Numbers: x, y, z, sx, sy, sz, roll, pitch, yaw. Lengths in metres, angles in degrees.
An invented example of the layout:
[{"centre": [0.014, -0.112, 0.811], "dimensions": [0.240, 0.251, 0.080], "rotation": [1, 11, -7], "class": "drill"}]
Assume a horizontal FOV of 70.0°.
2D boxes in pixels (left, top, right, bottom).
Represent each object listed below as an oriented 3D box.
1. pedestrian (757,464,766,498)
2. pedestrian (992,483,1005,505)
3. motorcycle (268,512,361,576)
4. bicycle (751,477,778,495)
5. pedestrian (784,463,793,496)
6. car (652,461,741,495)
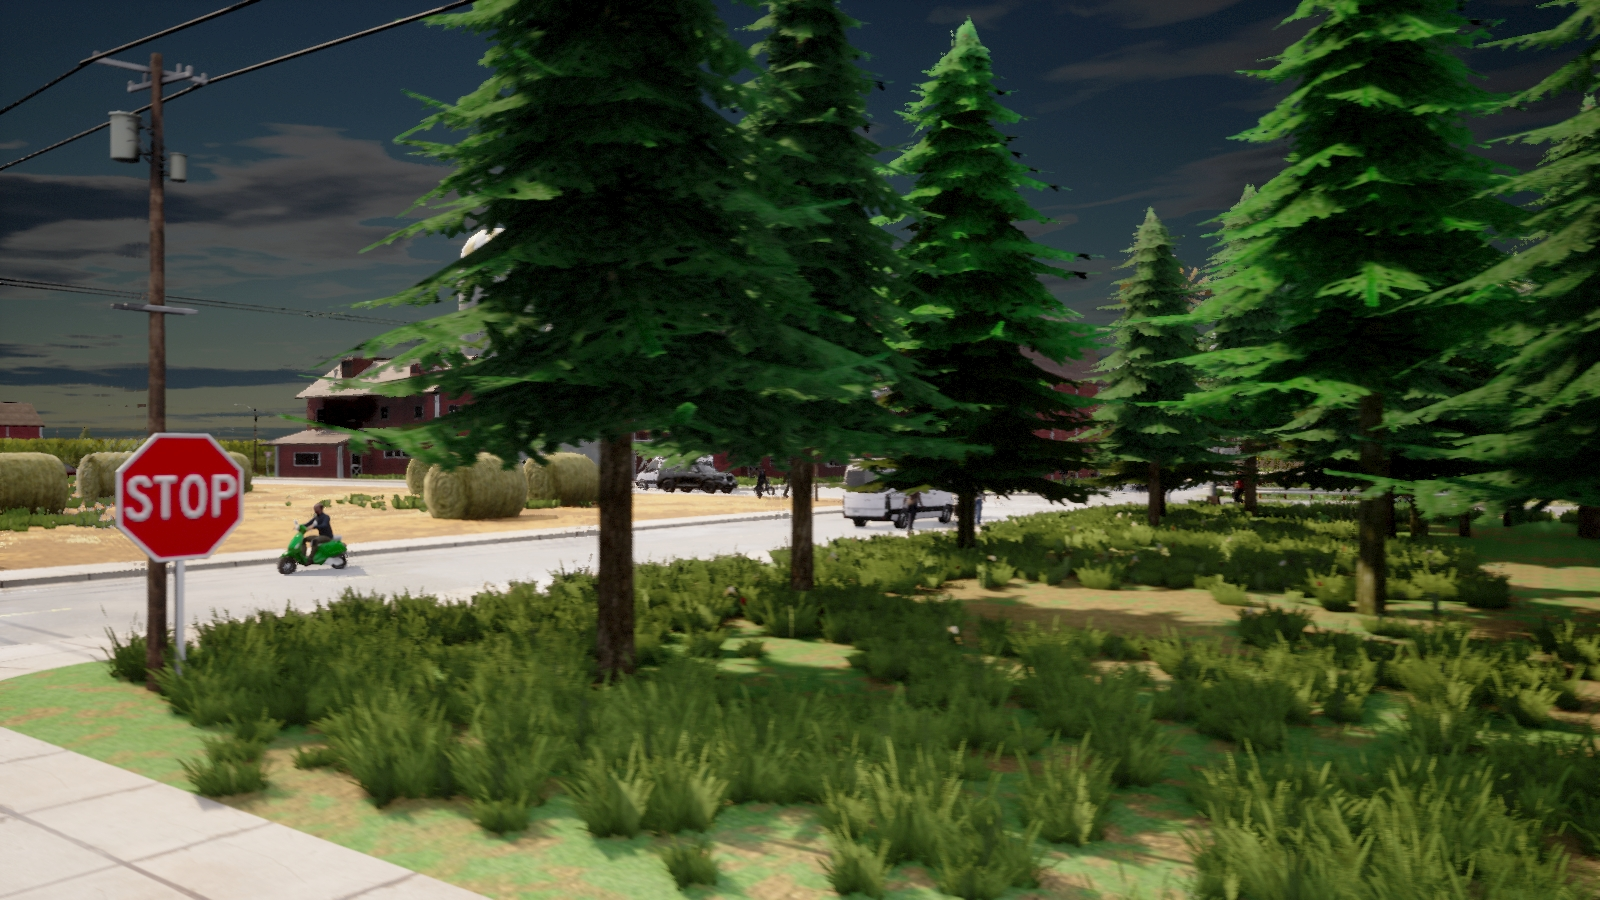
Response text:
[{"centre": [-2.126, 1.691, 62.976], "dimensions": [0.375, 1.860, 0.375], "rotation": [0, 0, -43], "class": "pedestrian"}, {"centre": [10.039, 2.238, 57.789], "dimensions": [0.500, 1.100, 0.500], "rotation": [0, 0, 33], "class": "pedestrian"}, {"centre": [-11.244, 2.152, 26.507], "dimensions": [0.856, 1.316, 1.805], "rotation": [0, 0, 33], "class": "motorcycle"}, {"centre": [-2.218, 2.239, 71.279], "dimensions": [1.487, 1.080, 0.859], "rotation": [0, 0, 32], "class": "bicycle"}, {"centre": [-0.628, 1.686, 64.588], "dimensions": [0.375, 1.860, 0.375], "rotation": [0, 0, 31], "class": "pedestrian"}, {"centre": [-6.732, 1.773, 74.094], "dimensions": [5.566, 2.045, 2.150], "rotation": [0, 0, 32], "class": "car"}]
